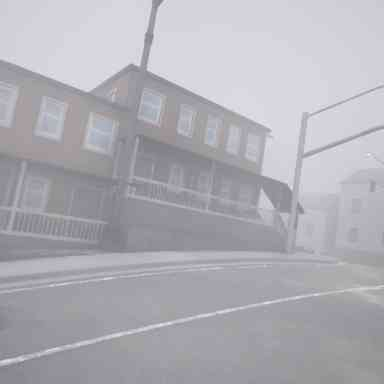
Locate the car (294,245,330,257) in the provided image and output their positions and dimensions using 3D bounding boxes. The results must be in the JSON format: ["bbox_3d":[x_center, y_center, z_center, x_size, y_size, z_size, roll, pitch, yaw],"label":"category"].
[{"bbox_3d":[9.821,5.503,29.206,2.097,1.767,4.553,13,-16,-34],"label":"car"}]
